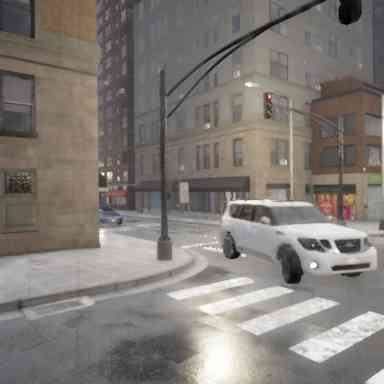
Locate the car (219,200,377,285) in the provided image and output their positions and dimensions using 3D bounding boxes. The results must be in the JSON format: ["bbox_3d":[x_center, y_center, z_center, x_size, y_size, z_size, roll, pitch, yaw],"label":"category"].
[{"bbox_3d":[2.756,1.269,10.221,2.150,2.045,5.566,1,-1,-20],"label":"car"}]

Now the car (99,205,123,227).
[{"bbox_3d":[-6.854,1.749,24.874,1.812,1.442,4.674,-1,0,-37],"label":"car"}]
